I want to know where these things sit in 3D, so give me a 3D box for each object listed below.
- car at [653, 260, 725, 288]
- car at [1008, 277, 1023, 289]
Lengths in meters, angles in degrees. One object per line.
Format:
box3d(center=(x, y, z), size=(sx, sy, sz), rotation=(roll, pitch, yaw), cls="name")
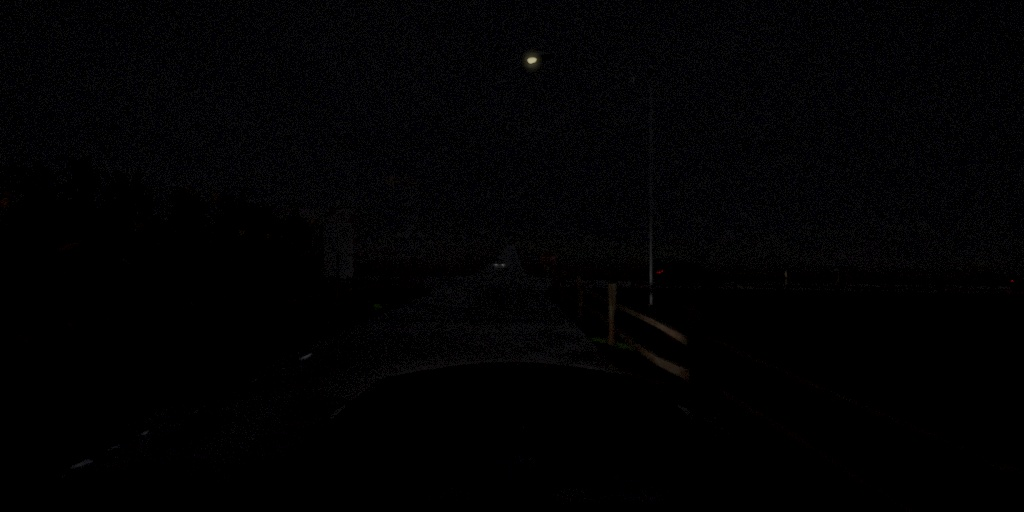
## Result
box3d(center=(13.972, 1.373, 28.785), size=(5.566, 2.045, 2.150), rotation=(1, 1, 0), cls="car")
box3d(center=(42.789, 2.207, 28.640), size=(4.181, 1.385, 1.994), rotation=(1, 1, 0), cls="car")
